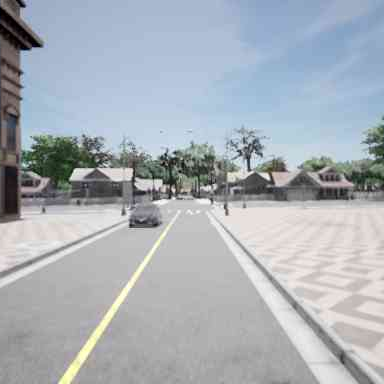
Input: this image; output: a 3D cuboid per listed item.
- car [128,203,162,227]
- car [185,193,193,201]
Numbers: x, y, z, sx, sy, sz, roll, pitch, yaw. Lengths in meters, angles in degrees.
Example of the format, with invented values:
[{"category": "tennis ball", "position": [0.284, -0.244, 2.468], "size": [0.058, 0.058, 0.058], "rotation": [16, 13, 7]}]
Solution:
[{"category": "car", "position": [-3.087, 1.520, 22.740], "size": [1.837, 1.490, 4.892], "rotation": [0, -1, 0]}, {"category": "car", "position": [-0.880, 1.388, 95.125], "size": [2.150, 2.045, 5.566], "rotation": [0, 0, -1]}]
